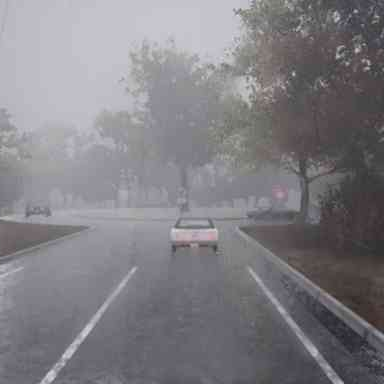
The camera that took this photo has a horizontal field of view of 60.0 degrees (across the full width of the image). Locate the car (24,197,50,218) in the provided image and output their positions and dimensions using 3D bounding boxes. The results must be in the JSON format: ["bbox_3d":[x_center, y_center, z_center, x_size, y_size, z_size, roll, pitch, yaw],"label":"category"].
[{"bbox_3d":[-15.907,1.534,34.223,2.150,2.045,5.566,-1,0,-25],"label":"car"}]

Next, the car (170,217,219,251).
[{"bbox_3d":[0.100,1.737,14.743,1.895,1.301,4.718,0,-1,0],"label":"car"}]

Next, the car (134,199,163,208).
[{"bbox_3d":[-7.343,2.009,56.343,4.902,1.511,2.128,0,-1,-18],"label":"car"}]

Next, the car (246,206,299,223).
[{"bbox_3d":[7.075,1.861,28.205,4.718,1.301,1.895,0,-1,-25],"label":"car"}]
